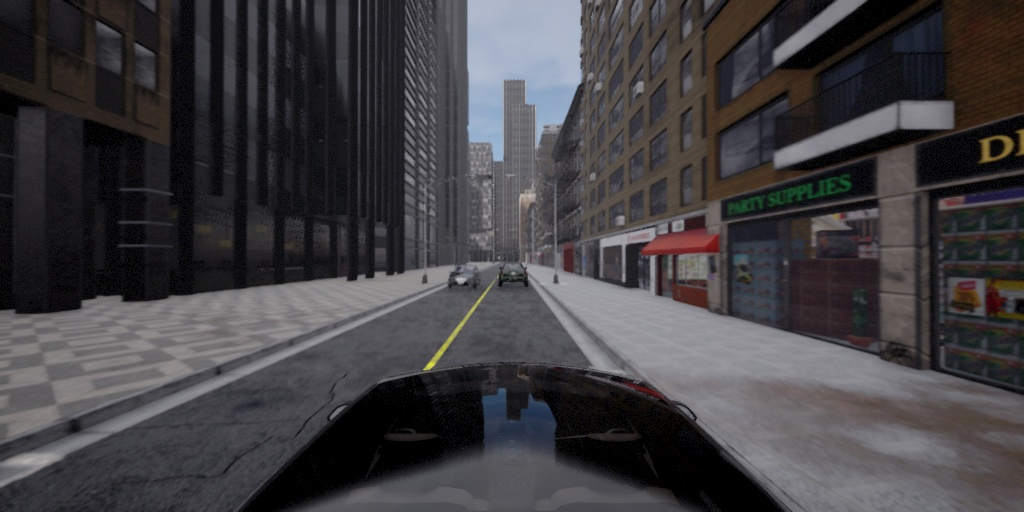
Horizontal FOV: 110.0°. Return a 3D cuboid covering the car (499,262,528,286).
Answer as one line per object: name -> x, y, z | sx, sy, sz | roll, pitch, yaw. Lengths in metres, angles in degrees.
car -> 0.092, 1.221, 26.975 | 2.097, 1.767, 4.553 | 0, 0, 0

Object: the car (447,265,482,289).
car -> -3.105, 1.348, 24.199 | 2.128, 1.511, 4.902 | 0, 0, 0
